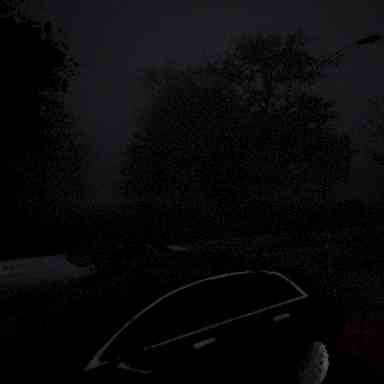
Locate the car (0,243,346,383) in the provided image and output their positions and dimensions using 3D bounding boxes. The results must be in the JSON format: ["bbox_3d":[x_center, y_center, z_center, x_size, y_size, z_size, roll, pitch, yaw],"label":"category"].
[{"bbox_3d":[-0.330,1.497,3.583,4.892,1.490,1.837,0,0,-34],"label":"car"}]

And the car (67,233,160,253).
[{"bbox_3d":[-1.848,1.583,6.808,4.718,1.301,1.895,0,0,-34],"label":"car"}]
